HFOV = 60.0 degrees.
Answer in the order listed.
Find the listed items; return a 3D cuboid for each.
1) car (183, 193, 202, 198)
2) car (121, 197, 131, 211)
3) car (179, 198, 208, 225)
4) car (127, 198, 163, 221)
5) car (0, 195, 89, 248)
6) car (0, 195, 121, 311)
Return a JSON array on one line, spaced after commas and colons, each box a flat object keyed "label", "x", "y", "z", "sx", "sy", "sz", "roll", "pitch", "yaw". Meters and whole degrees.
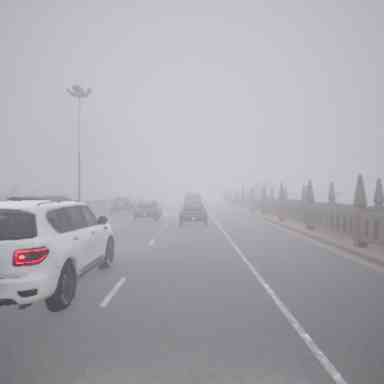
[{"label": "car", "x": 0.093, "y": 1.094, "z": 41.412, "sx": 2.150, "sy": 2.045, "sz": 5.566, "roll": 0, "pitch": -1, "yaw": 0}, {"label": "car", "x": -6.905, "y": 1.251, "z": 34.229, "sx": 2.097, "sy": 1.767, "sz": 4.553, "roll": 0, "pitch": 0, "yaw": 0}, {"label": "car", "x": 0.097, "y": 1.425, "z": 23.087, "sx": 2.128, "sy": 1.511, "sz": 4.902, "roll": 0, "pitch": 0, "yaw": 0}, {"label": "car", "x": -3.404, "y": 1.414, "z": 26.391, "sx": 2.128, "sy": 1.511, "sz": 4.902, "roll": 0, "pitch": 0, "yaw": 0}, {"label": "car", "x": -6.891, "y": 1.174, "z": 15.924, "sx": 2.150, "sy": 2.045, "sz": 5.566, "roll": 0, "pitch": 0, "yaw": 0}, {"label": "car", "x": -3.413, "y": 1.198, "z": 7.835, "sx": 2.150, "sy": 2.045, "sz": 5.566, "roll": 0, "pitch": 0, "yaw": 0}]
